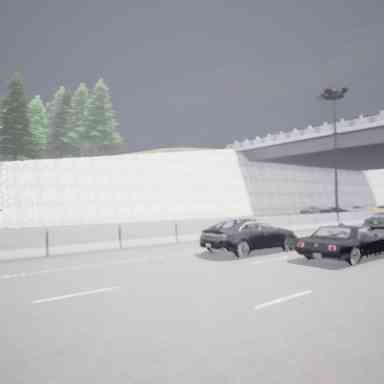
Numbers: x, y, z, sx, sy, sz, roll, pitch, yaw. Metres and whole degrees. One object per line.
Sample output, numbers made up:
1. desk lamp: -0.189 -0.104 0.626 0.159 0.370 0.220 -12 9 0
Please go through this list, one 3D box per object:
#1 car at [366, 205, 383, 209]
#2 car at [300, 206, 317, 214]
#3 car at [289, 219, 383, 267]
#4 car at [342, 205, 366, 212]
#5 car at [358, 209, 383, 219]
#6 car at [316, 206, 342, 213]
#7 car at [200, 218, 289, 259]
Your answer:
1. car: 26.925 2.559 46.612 5.008 1.535 1.882 1 -2 -37
2. car: 19.733 3.004 54.304 4.718 1.301 1.895 1 -2 -37
3. car: 6.095 1.922 12.840 4.718 1.301 1.895 1 -2 -37
4. car: 24.734 2.716 49.334 4.674 1.442 1.812 1 -2 -37
5. car: 14.044 2.088 23.364 5.357 1.411 2.033 1 -2 -37
6. car: 21.892 2.895 51.562 4.718 1.301 1.895 1 -2 -37
7. car: 2.584 1.909 14.574 4.902 1.511 2.128 1 -2 -37
